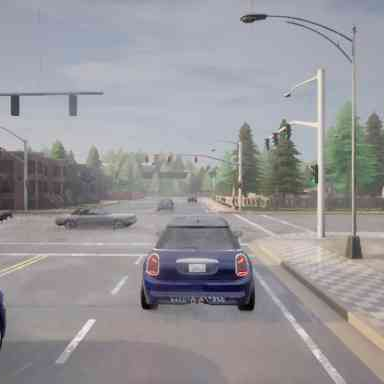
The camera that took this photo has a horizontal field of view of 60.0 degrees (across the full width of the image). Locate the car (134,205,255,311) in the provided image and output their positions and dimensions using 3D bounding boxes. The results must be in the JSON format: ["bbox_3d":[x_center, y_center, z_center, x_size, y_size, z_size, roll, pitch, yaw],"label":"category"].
[{"bbox_3d":[0.162,1.352,7.953,2.097,1.767,4.553,0,0,2],"label":"car"}]

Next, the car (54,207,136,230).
[{"bbox_3d":[-5.787,1.601,20.406,4.718,1.301,1.895,0,0,2],"label":"car"}]

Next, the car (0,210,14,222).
[{"bbox_3d":[-16.120,1.547,24.350,5.357,1.411,2.033,0,0,-5],"label":"car"}]

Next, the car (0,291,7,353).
[{"bbox_3d":[-3.440,1.478,2.501,1.882,1.535,5.008,0,0,0],"label":"car"}]

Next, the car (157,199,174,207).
[{"bbox_3d":[-3.154,1.547,39.919,2.033,1.411,5.357,0,0,-2],"label":"car"}]

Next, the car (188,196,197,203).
[{"bbox_3d":[0.067,1.505,68.241,1.837,1.490,4.892,0,0,0],"label":"car"}]
